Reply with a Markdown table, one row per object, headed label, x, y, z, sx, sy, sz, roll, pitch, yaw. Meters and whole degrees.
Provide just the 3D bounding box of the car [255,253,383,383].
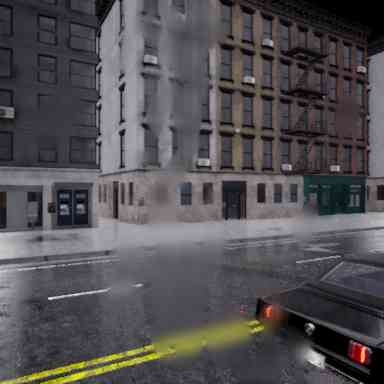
| label | x | y | z | sx | sy | sz | roll | pitch | yaw |
| --- | --- | --- | --- | --- | --- | --- | --- | --- | --- |
| car | 3.320 | 1.604 | 4.879 | 4.718 | 1.301 | 1.895 | 0 | 0 | -29 |
